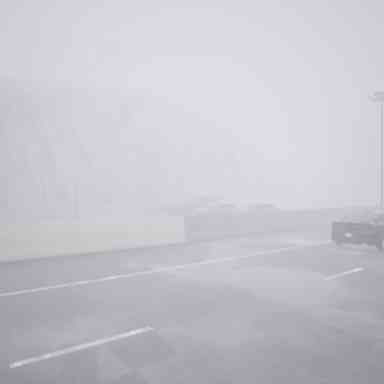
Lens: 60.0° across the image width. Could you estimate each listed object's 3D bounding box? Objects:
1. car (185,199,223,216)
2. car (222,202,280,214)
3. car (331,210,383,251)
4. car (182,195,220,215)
[{"bbox_3d":[2.087,1.613,28.076,4.892,1.490,1.837,0,0,-40],"label":"car"},{"bbox_3d":[4.930,1.608,25.894,4.892,1.490,1.837,0,0,-40],"label":"car"},{"bbox_3d":[8.042,1.542,14.601,5.008,1.535,1.882,0,0,-39],"label":"car"},{"bbox_3d":[0.512,1.340,31.322,5.566,2.045,2.150,0,0,-40],"label":"car"}]
